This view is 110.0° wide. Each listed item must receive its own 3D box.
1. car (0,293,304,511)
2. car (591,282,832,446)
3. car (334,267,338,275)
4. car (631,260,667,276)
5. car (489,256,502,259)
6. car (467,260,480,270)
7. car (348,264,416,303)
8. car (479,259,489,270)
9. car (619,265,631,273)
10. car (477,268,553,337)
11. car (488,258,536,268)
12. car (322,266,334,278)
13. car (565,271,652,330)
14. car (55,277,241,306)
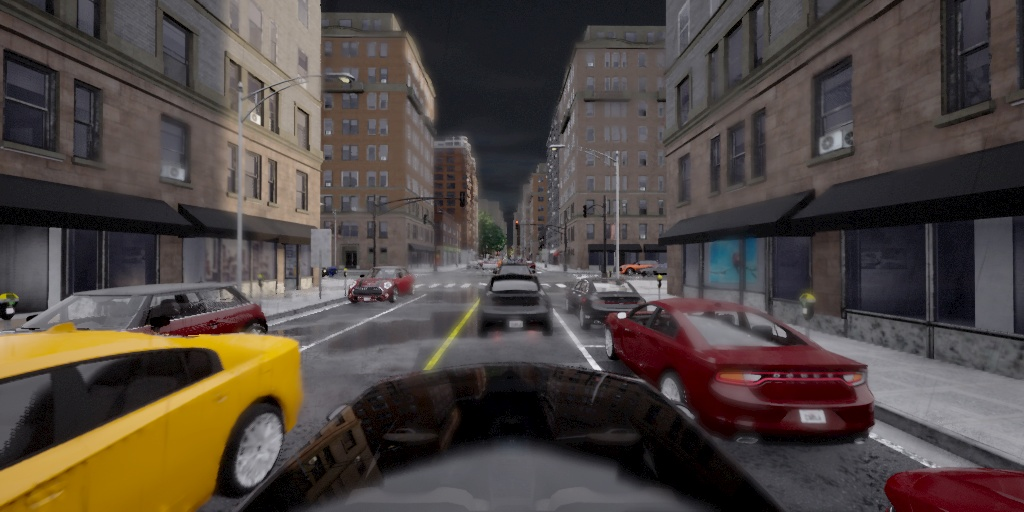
[{"bbox_3d":[-3.094,1.227,1.640,1.882,1.535,5.008,0,0,0],"label":"car"},{"bbox_3d":[2.676,1.296,5.417,1.888,1.381,4.507,0,0,0],"label":"car"},{"bbox_3d":[-18.398,1.151,32.441,5.008,1.535,1.882,0,0,0],"label":"car"},{"bbox_3d":[15.203,1.395,36.019,5.357,1.411,2.033,0,0,0],"label":"car"},{"bbox_3d":[-3.148,1.160,60.759,2.097,1.767,4.553,0,0,0],"label":"car"},{"bbox_3d":[-5.888,1.346,54.774,2.007,1.370,4.403,0,0,0],"label":"car"},{"bbox_3d":[-5.829,1.195,16.413,1.967,1.591,4.097,0,0,0],"label":"car"},{"bbox_3d":[-3.104,1.390,50.787,1.895,1.301,4.718,0,0,0],"label":"car"},{"bbox_3d":[14.039,1.221,39.280,4.553,1.767,2.097,0,0,0],"label":"car"},{"bbox_3d":[0.060,1.258,10.334,1.837,1.490,4.892,0,0,-1],"label":"car"},{"bbox_3d":[0.127,1.108,17.748,2.097,1.767,4.553,0,0,0],"label":"car"},{"bbox_3d":[-18.009,0.869,29.187,5.566,2.045,2.150,0,0,0],"label":"car"},{"bbox_3d":[2.687,1.303,10.908,2.007,1.370,4.403,0,0,0],"label":"car"},{"bbox_3d":[-5.850,1.191,5.426,1.967,1.591,4.097,0,0,0],"label":"car"}]
